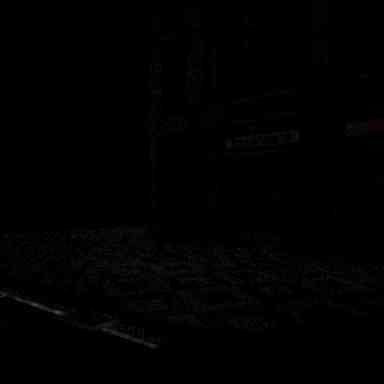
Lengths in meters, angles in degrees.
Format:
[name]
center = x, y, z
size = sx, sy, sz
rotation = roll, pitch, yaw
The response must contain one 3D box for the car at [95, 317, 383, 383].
[car]
center = 1.125, 1.567, 2.053
size = 4.313, 1.339, 1.947
rotation = 0, -1, 35
